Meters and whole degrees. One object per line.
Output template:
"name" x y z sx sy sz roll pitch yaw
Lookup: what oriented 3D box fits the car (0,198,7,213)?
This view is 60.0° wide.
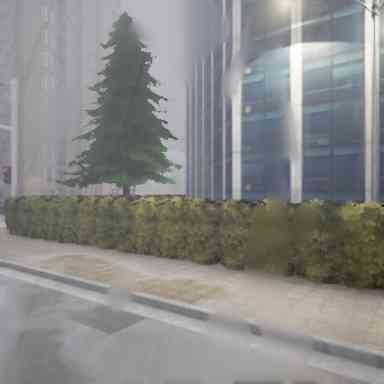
"car" -18.594 1.338 32.461 2.097 1.767 4.553 0 0 36
